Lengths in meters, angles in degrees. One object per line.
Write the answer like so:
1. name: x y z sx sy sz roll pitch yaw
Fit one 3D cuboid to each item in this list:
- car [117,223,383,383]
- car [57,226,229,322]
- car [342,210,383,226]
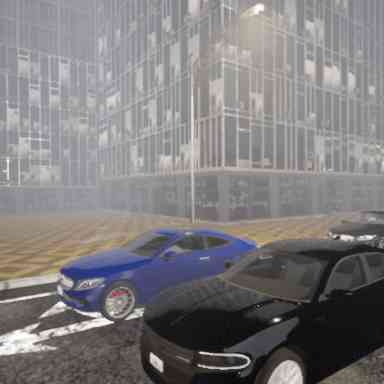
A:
1. car: 1.670 1.472 4.862 5.008 1.535 1.882 0 0 -35
2. car: -0.457 1.521 7.333 4.674 1.442 1.812 0 0 -34
3. car: 7.111 1.475 12.697 4.902 1.511 2.128 0 0 -35
